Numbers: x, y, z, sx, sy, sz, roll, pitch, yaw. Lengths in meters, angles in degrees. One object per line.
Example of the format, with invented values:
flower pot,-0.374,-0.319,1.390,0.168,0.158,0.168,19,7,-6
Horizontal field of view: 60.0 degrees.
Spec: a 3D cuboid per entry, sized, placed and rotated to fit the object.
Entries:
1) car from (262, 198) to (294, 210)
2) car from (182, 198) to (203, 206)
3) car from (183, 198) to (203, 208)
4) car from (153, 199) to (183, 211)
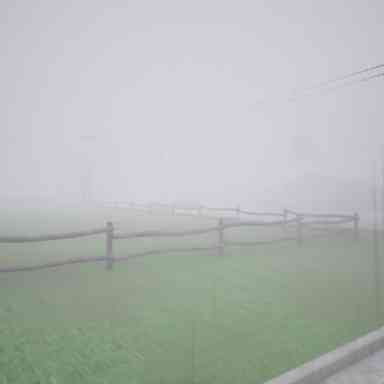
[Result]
car,12.181,1.623,47.052,2.097,1.767,4.553,1,0,-36
car,0.045,1.838,63.832,1.994,1.385,4.181,1,0,-36
car,-0.448,1.672,46.554,1.882,1.535,5.008,1,0,-36
car,-3.597,1.694,44.931,1.812,1.442,4.674,1,0,-36
